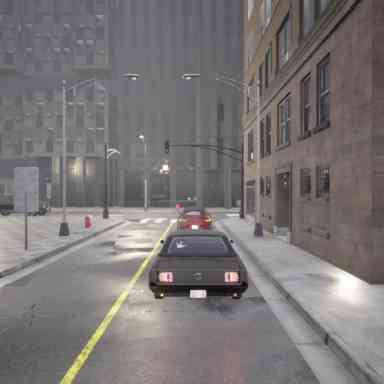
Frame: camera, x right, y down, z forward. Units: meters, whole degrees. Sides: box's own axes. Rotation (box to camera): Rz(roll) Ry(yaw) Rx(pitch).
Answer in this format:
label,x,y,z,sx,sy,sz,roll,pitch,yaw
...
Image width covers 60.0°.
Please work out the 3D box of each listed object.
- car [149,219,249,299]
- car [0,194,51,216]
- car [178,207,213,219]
label,x,y,z,sx,sy,sz,roll,pitch,yaw
car,0.121,1.601,8.382,1.895,1.301,4.718,0,0,0
car,-15.815,1.199,30.135,5.566,2.045,2.150,0,0,0
car,0.172,1.525,18.392,1.812,1.442,4.674,0,0,1
